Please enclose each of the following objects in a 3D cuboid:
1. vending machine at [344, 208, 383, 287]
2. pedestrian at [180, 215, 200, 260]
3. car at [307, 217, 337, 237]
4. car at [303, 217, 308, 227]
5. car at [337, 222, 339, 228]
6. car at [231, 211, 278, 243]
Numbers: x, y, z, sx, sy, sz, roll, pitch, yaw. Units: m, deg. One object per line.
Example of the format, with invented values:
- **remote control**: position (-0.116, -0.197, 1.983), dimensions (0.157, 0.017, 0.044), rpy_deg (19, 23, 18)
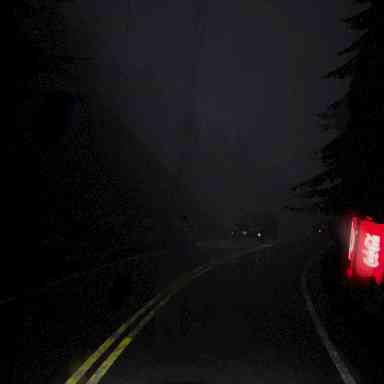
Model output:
- **vending machine**: position (5.320, 1.616, 10.031), dimensions (1.100, 2.100, 0.880), rpy_deg (5, 3, 20)
- **pedestrian**: position (-0.116, 1.740, 13.091), dimensions (0.375, 1.860, 0.375), rpy_deg (-5, -1, 21)
- **car**: position (12.716, 3.460, 32.382), dimensions (1.837, 1.490, 4.892), rpy_deg (0, -4, 27)
- **car**: position (19.289, 4.907, 54.501), dimensions (2.128, 1.511, 4.902), rpy_deg (1, -4, 23)
- **car**: position (17.062, 4.107, 41.310), dimensions (1.837, 1.490, 4.892), rpy_deg (0, -4, 26)
- **car**: position (4.704, 2.428, 24.139), dimensions (2.150, 2.045, 5.566), rpy_deg (0, -2, 27)
